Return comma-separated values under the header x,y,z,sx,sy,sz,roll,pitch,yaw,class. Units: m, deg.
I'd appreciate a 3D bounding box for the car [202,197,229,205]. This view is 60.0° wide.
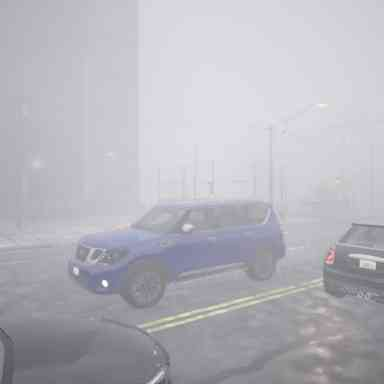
x,y,z,sx,sy,sz,roll,pitch,yaw,class
4.235,1.574,60.425,4.718,1.301,1.895,0,0,-36,car

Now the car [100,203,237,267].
x,y,z,sx,sy,sz,roll,pitch,yaw,class
-0.751,1.352,12.052,4.553,1.767,2.097,0,0,-35,car

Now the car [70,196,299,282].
x,y,z,sx,sy,sz,roll,pitch,yaw,class
-0.060,1.221,8.247,5.566,2.045,2.150,0,0,-35,car

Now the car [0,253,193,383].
x,y,z,sx,sy,sz,roll,pitch,yaw,class
-2.291,1.526,2.126,4.674,1.442,1.812,0,0,-35,car

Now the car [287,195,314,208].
x,y,z,sx,sy,sz,roll,pitch,yaw,class
14.962,1.254,45.845,4.553,1.767,2.185,0,0,-36,car

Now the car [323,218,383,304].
x,y,z,sx,sy,sz,roll,pitch,yaw,class
4.968,1.352,7.332,4.553,1.767,2.097,0,0,-35,car

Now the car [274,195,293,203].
x,y,z,sx,sy,sz,roll,pitch,yaw,class
18.979,1.452,68.905,3.806,1.475,1.970,0,0,-36,car

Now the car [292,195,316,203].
x,y,z,sx,sy,sz,roll,pitch,yaw,class
21.883,1.419,64.902,4.674,1.452,2.002,0,0,-36,car
